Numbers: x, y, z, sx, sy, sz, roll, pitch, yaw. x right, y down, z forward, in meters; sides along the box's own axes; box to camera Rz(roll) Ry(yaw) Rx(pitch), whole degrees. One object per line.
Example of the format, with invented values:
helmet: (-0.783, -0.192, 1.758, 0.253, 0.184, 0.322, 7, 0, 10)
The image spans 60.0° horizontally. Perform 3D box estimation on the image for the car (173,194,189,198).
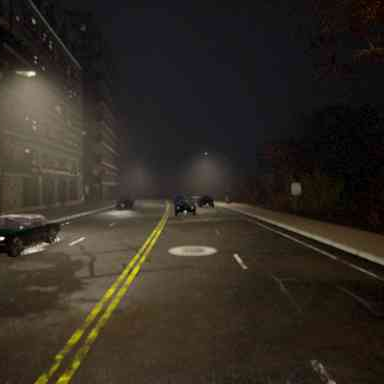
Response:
car: (-1.848, 1.209, 50.199, 1.882, 1.535, 5.008, 0, 0, -4)

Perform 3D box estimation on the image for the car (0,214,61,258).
car: (-6.762, 1.540, 12.647, 1.895, 1.301, 4.718, 0, 0, -1)

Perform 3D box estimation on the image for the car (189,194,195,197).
car: (0.532, 1.159, 60.764, 2.128, 1.511, 4.902, 0, 0, -5)

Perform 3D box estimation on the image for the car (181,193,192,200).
car: (-1.248, 1.092, 77.481, 2.128, 1.511, 4.902, 0, 0, -7)

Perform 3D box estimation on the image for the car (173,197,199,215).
car: (-0.693, 1.437, 31.375, 1.895, 1.301, 4.718, 0, 0, -3)

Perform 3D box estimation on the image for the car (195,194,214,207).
car: (1.807, 1.266, 44.479, 1.837, 1.490, 4.892, 0, 1, -4)

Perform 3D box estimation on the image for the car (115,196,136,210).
car: (-7.804, 1.289, 39.343, 2.128, 1.511, 4.902, 0, 0, -3)
